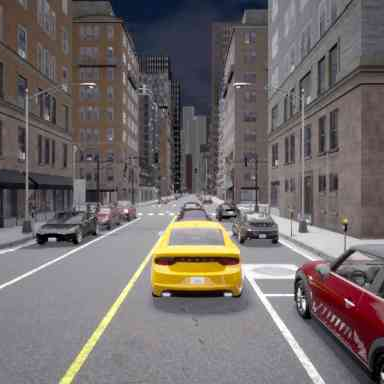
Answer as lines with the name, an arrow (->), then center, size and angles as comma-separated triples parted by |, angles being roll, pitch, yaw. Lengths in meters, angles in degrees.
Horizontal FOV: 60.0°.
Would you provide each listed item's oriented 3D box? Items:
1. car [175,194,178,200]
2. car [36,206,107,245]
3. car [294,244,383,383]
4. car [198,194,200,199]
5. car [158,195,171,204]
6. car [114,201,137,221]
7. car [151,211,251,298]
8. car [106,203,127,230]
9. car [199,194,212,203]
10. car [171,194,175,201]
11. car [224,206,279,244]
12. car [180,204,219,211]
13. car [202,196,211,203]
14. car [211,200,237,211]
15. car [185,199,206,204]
car -> -5.544, 1.637, 90.647 | 1.752, 1.417, 4.829 | 0, 0, 0
car -> -5.662, 1.567, 15.668 | 1.947, 1.339, 4.313 | 0, 0, 0
car -> 2.858, 1.440, 4.662 | 1.967, 1.590, 4.097 | 0, 0, 0
car -> 2.945, 1.616, 74.575 | 2.008, 1.369, 4.403 | 0, 0, 0
car -> -5.605, 1.626, 63.774 | 1.802, 1.307, 4.206 | 0, 0, 0
car -> -5.657, 1.443, 26.671 | 1.967, 1.590, 4.097 | 0, 0, 0
car -> 0.098, 1.478, 8.591 | 1.882, 1.535, 5.008 | 0, 0, 0
car -> -5.660, 1.584, 21.170 | 1.802, 1.307, 4.206 | 0, 0, 0
car -> 2.919, 1.484, 63.757 | 1.967, 1.590, 4.097 | 0, 0, 0
car -> -5.580, 1.616, 74.591 | 2.008, 1.369, 4.403 | 0, 0, 0
car -> 2.863, 1.552, 15.664 | 2.008, 1.369, 4.403 | 0, 0, 0
car -> 0.115, 1.565, 17.585 | 1.994, 1.385, 4.181 | 0, 0, 0
car -> 2.932, 1.579, 69.336 | 1.752, 1.417, 4.829 | 0, 0, 0
car -> 2.868, 1.569, 26.667 | 1.947, 1.339, 4.313 | 0, 0, 0
car -> 0.012, 1.529, 26.396 | 1.812, 1.442, 4.674 | 0, 0, 2
